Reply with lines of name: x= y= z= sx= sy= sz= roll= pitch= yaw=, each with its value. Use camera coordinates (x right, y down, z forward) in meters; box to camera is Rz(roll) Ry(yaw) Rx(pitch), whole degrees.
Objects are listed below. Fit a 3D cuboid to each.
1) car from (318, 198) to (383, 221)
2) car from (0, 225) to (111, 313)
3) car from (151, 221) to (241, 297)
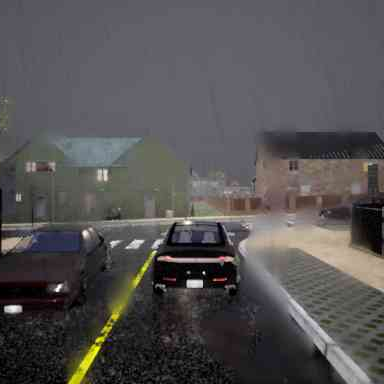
car: x=11.179 y=1.098 z=21.749 sx=5.357 sy=1.411 sz=2.033 roll=-2 pitch=0 yaw=0
car: x=-3.195 y=1.549 z=8.149 sx=2.033 sy=1.411 sz=5.357 roll=0 pitch=0 yaw=-5
car: x=0.140 y=1.494 z=8.621 sx=2.128 sy=1.511 sz=4.902 roll=0 pitch=0 yaw=2
